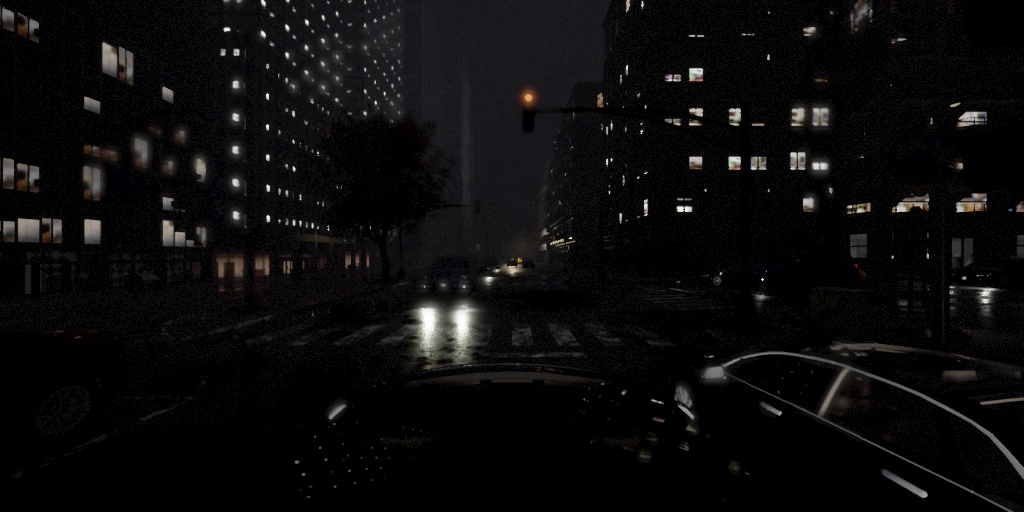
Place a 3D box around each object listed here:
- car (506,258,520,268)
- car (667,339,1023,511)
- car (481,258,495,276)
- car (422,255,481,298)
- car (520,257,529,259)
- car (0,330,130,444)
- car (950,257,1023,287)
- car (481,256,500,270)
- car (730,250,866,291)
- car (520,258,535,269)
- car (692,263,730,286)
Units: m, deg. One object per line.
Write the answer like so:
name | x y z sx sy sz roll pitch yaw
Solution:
car | 0.028 1.285 64.309 2.128 1.511 4.902 0 0 0
car | 2.689 1.300 2.598 2.007 1.370 4.403 0 0 0
car | -3.084 1.244 37.439 1.882 1.535 5.008 0 0 0
car | -3.094 0.978 18.952 2.150 2.045 5.566 0 0 0
car | 2.718 1.316 62.769 1.751 1.417 4.829 0 0 0
car | -5.692 1.295 2.602 1.888 1.381 4.507 0 0 0
car | 27.040 0.857 19.549 4.892 1.490 1.837 -3 0 -1
car | -3.066 1.003 54.896 2.150 2.045 5.566 0 0 0
car | 15.434 0.740 19.440 5.566 2.045 2.150 -1 0 -1
car | 2.716 1.350 57.077 1.948 1.339 4.313 0 0 0
car | 13.444 1.095 22.009 4.403 1.370 2.007 0 0 -1
